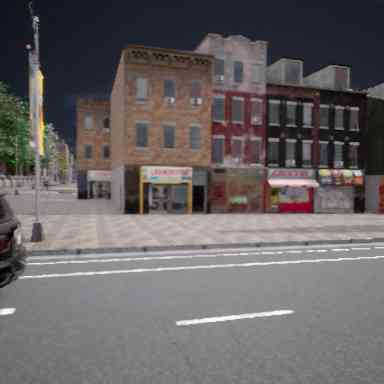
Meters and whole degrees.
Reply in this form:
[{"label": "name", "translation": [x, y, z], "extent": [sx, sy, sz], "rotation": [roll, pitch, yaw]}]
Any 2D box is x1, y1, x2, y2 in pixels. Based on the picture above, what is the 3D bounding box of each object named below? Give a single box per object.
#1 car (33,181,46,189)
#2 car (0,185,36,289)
[{"label": "car", "translation": [-33.831, -1.276, 72.722], "extent": [1.947, 1.339, 4.313], "rotation": [0, 2, -17]}, {"label": "car", "translation": [-5.741, 0.934, 5.328], "extent": [5.566, 2.045, 2.150], "rotation": [1, 2, -17]}]
